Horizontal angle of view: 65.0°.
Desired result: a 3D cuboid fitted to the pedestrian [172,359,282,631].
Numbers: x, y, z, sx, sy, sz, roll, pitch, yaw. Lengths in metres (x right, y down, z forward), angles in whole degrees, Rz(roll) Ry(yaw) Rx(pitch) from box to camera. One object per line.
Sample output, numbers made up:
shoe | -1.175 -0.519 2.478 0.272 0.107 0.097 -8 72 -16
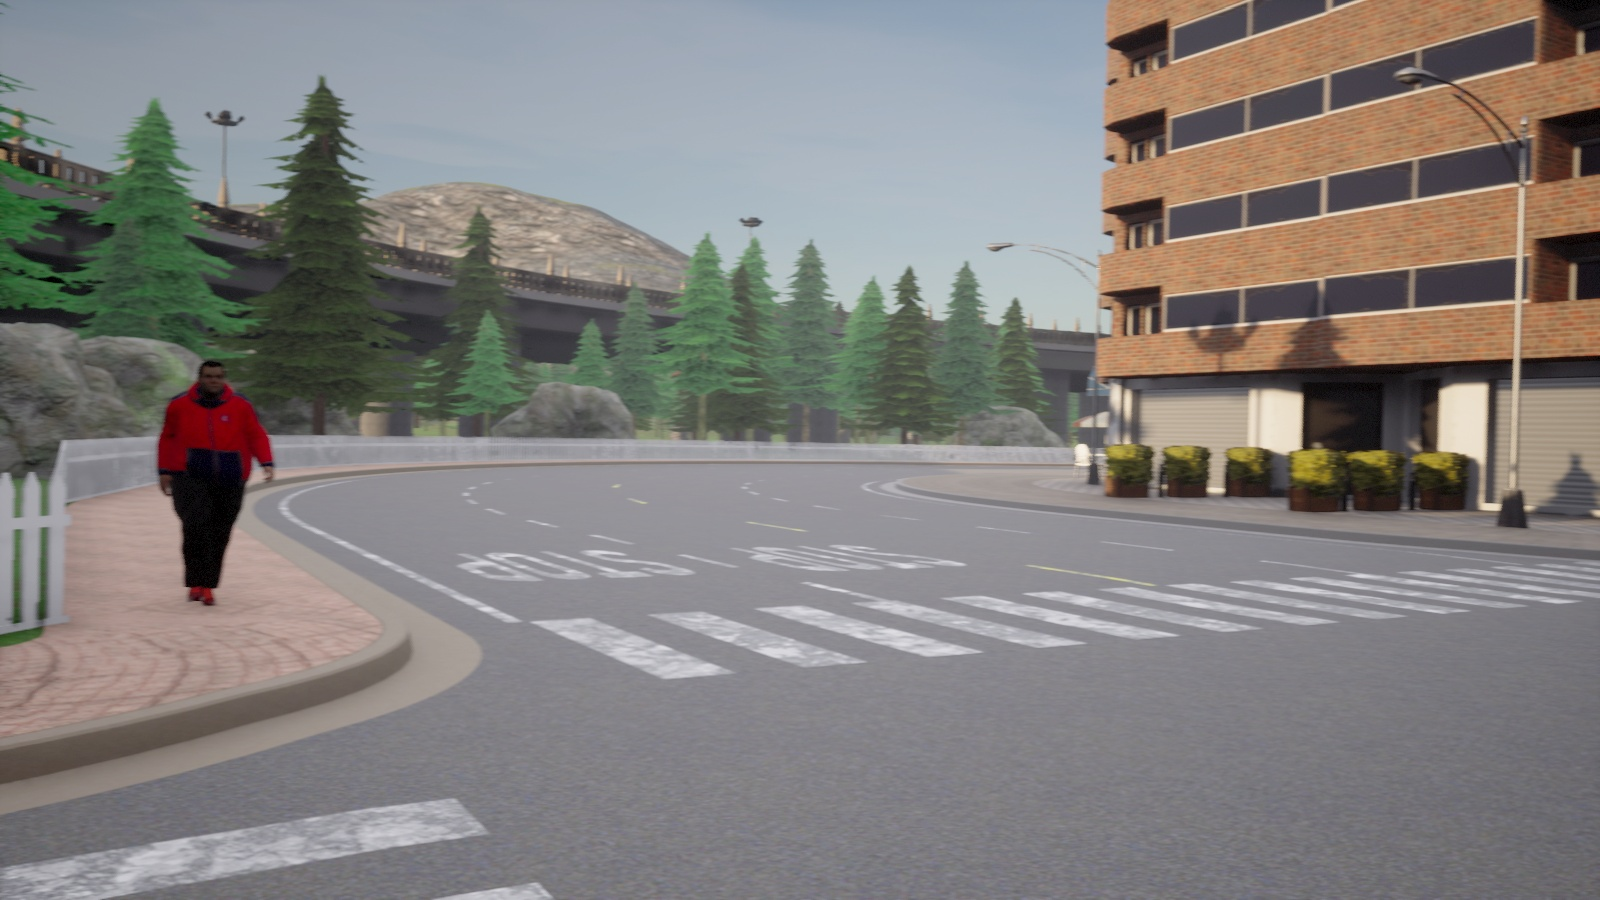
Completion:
pedestrian | -4.144 0.301 9.058 0.634 1.844 0.899 0 1 -30
